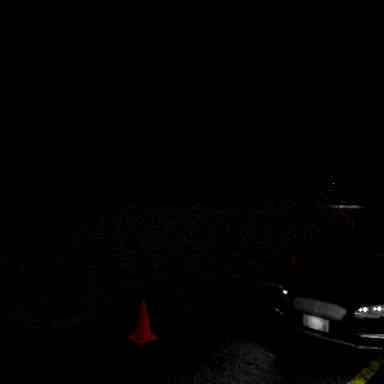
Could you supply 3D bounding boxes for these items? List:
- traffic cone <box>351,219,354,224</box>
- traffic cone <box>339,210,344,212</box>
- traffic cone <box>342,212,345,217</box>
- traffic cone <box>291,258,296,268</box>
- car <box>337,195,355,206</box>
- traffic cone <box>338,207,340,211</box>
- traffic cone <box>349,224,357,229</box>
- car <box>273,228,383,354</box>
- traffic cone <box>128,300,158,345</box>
[{"bbox_3d":[9.819,1.955,20.321,0.340,0.580,0.340,1,0,22],"label":"traffic cone"},{"bbox_3d":[13.512,1.924,29.615,0.340,0.580,0.340,1,1,22],"label":"traffic cone"},{"bbox_3d":[11.665,1.941,24.968,0.340,0.580,0.340,1,0,22],"label":"traffic cone"},{"bbox_3d":[2.578,1.965,8.391,0.340,0.580,0.340,0,0,42],"label":"traffic cone"},{"bbox_3d":[23.722,1.309,51.467,1.837,1.490,4.892,0,0,15],"label":"car"},{"bbox_3d":[15.358,1.898,34.262,0.340,0.580,0.340,1,1,22],"label":"traffic cone"},{"bbox_3d":[7.893,1.964,16.016,0.340,0.580,0.340,0,0,28],"label":"traffic cone"},{"bbox_3d":[3.334,1.506,6.284,2.128,1.511,4.902,0,0,43],"label":"car"},{"bbox_3d":[-0.756,1.963,5.139,0.340,0.580,0.340,0,0,-41],"label":"traffic cone"}]
